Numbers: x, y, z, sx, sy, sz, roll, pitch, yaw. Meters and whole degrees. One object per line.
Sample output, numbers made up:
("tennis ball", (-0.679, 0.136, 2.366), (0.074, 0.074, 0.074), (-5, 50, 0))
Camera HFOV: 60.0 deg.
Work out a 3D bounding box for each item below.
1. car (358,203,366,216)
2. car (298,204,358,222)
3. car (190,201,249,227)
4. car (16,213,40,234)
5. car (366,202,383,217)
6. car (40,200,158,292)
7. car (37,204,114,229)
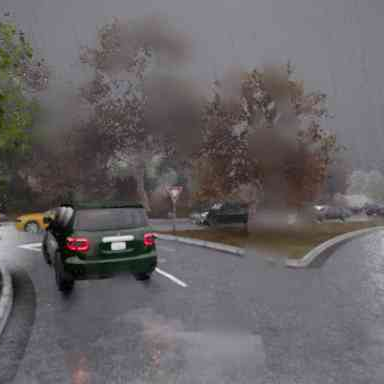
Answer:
("car", (17.017, 1.997, 36.710), (4.718, 1.301, 1.895), (1, -1, -43))
("car", (11.610, 1.803, 28.811), (5.357, 1.411, 2.033), (1, -1, -33))
("car", (2.100, 1.455, 23.283), (4.553, 1.767, 2.097), (1, 0, -28))
("car", (-7.413, 1.526, 19.359), (5.008, 1.535, 1.882), (0, 0, -17))
("car", (20.084, 2.005, 35.317), (1.895, 1.301, 4.718), (0, -1, 45))
("car", (-2.810, 1.242, 9.368), (2.150, 2.045, 5.566), (0, 0, -28))
("car", (-7.631, 1.579, 22.111), (4.674, 1.442, 1.812), (0, 0, -18))
